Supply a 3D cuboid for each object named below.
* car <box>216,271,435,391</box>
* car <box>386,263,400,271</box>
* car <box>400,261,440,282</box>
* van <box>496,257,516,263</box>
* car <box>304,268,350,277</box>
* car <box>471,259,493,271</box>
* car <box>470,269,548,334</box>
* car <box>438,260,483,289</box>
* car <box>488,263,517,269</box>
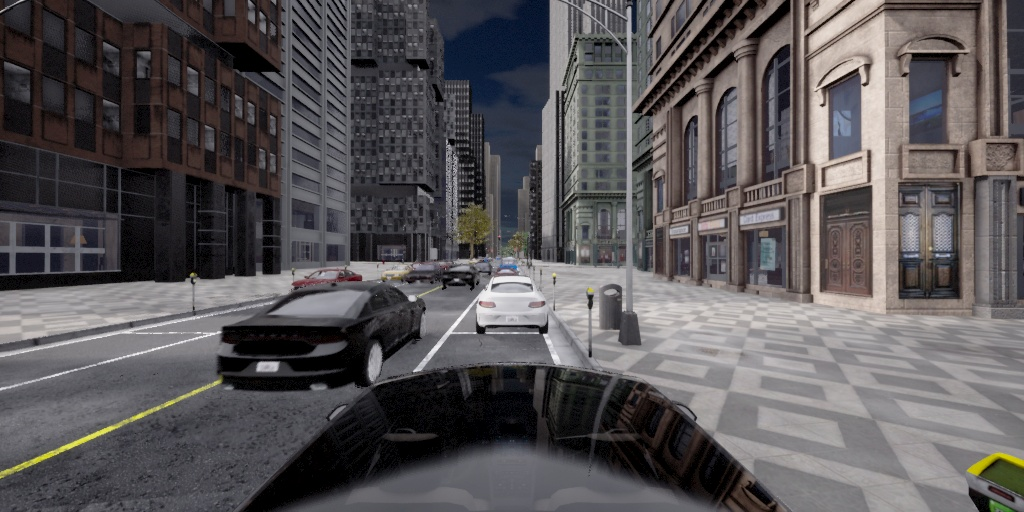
[{"bbox_3d":[-3.048,1.228,6.952,1.882,1.535,5.008,0,0,0],"label":"car"},{"bbox_3d":[-8.921,1.278,28.459,1.751,1.417,4.829,0,0,0],"label":"car"},{"bbox_3d":[-6.247,1.300,26.434,2.033,1.411,5.357,0,0,0],"label":"car"},{"bbox_3d":[-0.371,1.094,34.137,1.690,1.789,3.998,0,0,0],"label":"van"},{"bbox_3d":[-8.919,1.296,17.578,1.888,1.381,4.507,0,0,0],"label":"car"},{"bbox_3d":[-3.045,1.301,38.109,2.033,1.411,5.357,0,0,0],"label":"car"},{"bbox_3d":[0.003,1.276,10.500,1.812,1.442,4.674,0,0,0],"label":"car"},{"bbox_3d":[-3.146,1.230,22.859,1.882,1.535,5.008,0,0,0],"label":"car"},{"bbox_3d":[-0.373,1.334,23.087,1.802,1.307,4.207,0,0,0],"label":"car"}]
